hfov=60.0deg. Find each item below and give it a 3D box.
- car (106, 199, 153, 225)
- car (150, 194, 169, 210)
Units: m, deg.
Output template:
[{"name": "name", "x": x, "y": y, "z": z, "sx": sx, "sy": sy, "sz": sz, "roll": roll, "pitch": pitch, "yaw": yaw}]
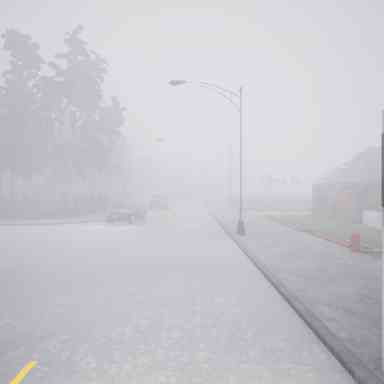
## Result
[{"name": "car", "x": -4.654, "y": 1.506, "z": 24.484, "sx": 1.837, "sy": 1.490, "sz": 4.892, "roll": 1, "pitch": 0, "yaw": 10}, {"name": "car", "x": -4.251, "y": 1.223, "z": 43.648, "sx": 2.150, "sy": 2.045, "sz": 5.566, "roll": 0, "pitch": 0, "yaw": 0}]
